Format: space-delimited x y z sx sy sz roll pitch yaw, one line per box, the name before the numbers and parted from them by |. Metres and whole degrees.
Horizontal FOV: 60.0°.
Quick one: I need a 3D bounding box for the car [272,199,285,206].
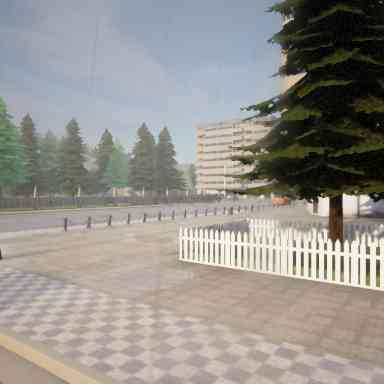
car | 15.370 1.352 56.721 2.097 1.767 4.553 0 0 36
